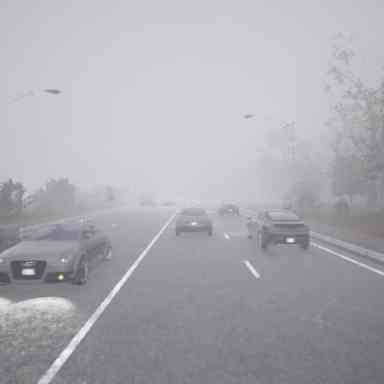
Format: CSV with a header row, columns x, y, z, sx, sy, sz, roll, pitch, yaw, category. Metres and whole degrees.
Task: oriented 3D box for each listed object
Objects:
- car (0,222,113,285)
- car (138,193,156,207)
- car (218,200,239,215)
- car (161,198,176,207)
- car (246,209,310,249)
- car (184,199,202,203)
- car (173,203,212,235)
x,y,z,sx,sy,sz,roll,pitch,yaw,category
-3.600,1.565,9.312,1.994,1.385,4.181,0,0,0,car
-7.081,1.228,52.825,2.150,2.045,5.566,0,0,0,car
3.599,1.531,33.213,1.812,1.442,4.674,0,0,0,car
-3.591,1.571,51.795,1.994,1.385,4.181,0,0,0,car
3.598,1.507,14.545,1.837,1.490,4.892,0,0,0,car
0.114,1.531,36.437,1.812,1.442,4.674,0,0,0,car
0.101,1.567,18.846,1.994,1.385,4.181,0,0,0,car
